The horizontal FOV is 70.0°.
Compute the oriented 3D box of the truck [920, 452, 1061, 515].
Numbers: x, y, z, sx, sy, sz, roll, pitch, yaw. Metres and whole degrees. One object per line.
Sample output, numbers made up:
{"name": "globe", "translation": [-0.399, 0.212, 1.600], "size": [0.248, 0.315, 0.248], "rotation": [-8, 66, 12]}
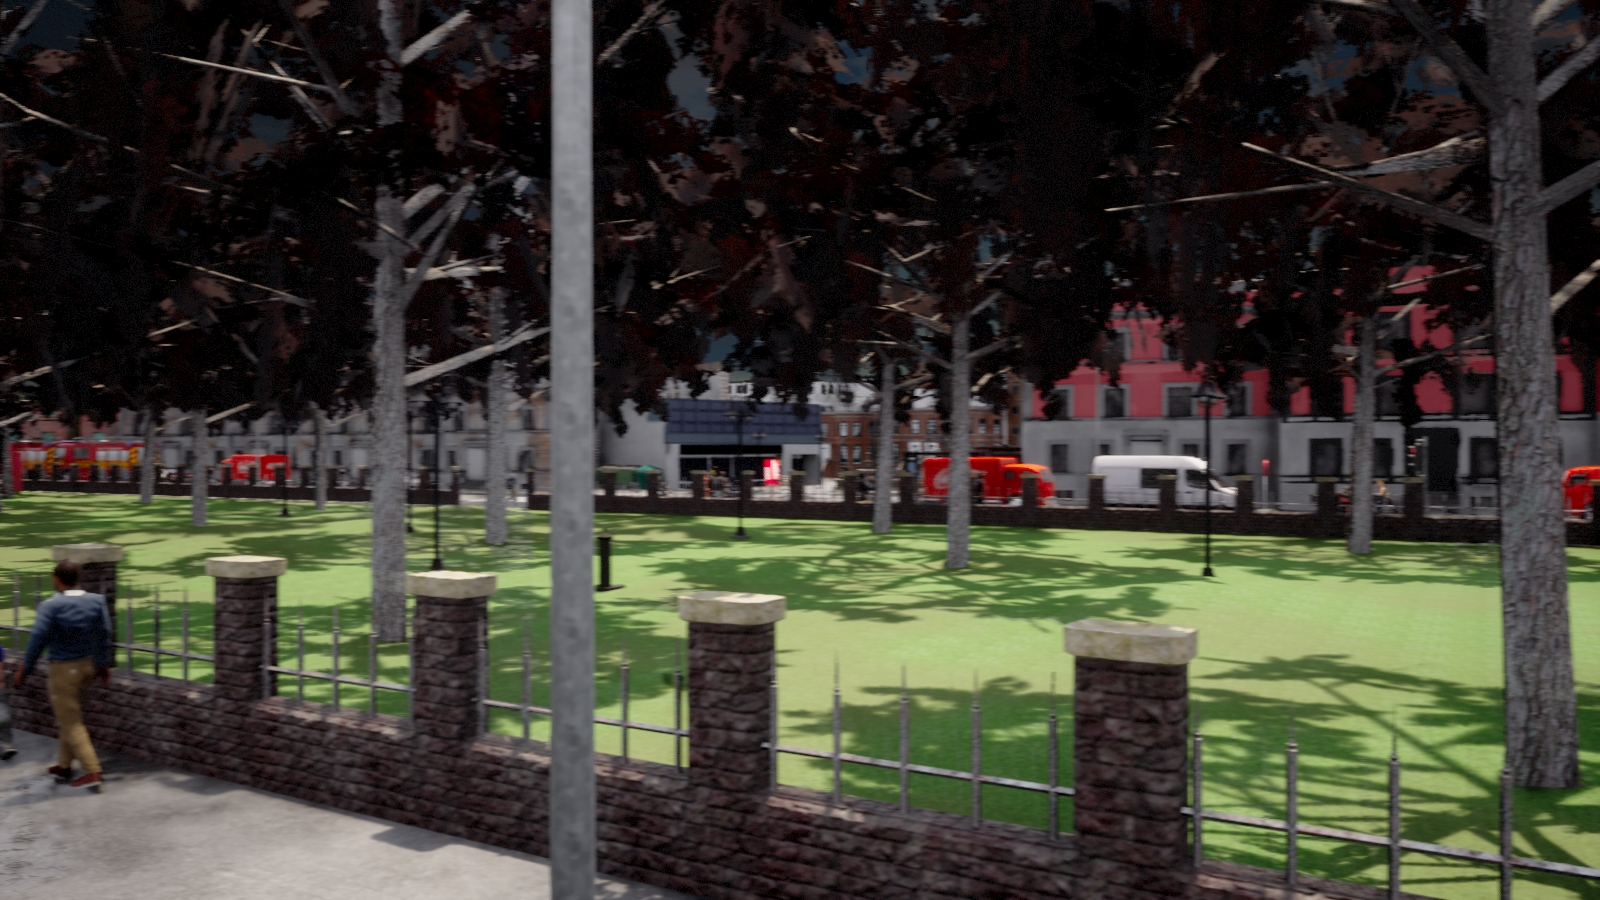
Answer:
{"name": "truck", "translation": [7.908, 1.325, 47.525], "size": [5.204, 2.467, 2.627], "rotation": [0, 0, 31]}

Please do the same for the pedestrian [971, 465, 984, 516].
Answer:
{"name": "pedestrian", "translation": [6.642, 1.506, 42.684], "size": [0.375, 1.860, 0.375], "rotation": [0, 0, 31]}

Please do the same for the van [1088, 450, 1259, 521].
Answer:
{"name": "van", "translation": [14.248, 1.288, 43.765], "size": [5.915, 2.561, 1.988], "rotation": [0, 0, 31]}

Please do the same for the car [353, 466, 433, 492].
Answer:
{"name": "car", "translation": [-25.756, 1.825, 72.226], "size": [4.902, 1.511, 2.128], "rotation": [0, 0, 31]}

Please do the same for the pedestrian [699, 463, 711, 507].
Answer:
{"name": "pedestrian", "translation": [-4.085, 1.509, 49.249], "size": [0.375, 1.860, 0.375], "rotation": [0, 0, 22]}

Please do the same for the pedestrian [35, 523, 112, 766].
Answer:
{"name": "pedestrian", "translation": [-5.806, 1.528, 9.131], "size": [0.375, 1.860, 0.375], "rotation": [0, 0, 25]}

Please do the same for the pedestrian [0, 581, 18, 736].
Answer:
{"name": "pedestrian", "translation": [-7.058, 1.809, 9.882], "size": [0.375, 1.300, 0.375], "rotation": [0, 0, 34]}

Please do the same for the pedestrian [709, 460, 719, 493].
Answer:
{"name": "pedestrian", "translation": [-4.888, 1.507, 64.999], "size": [0.375, 1.860, 0.375], "rotation": [0, 0, 29]}

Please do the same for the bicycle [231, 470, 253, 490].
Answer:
{"name": "bicycle", "translation": [-36.001, 1.946, 73.724], "size": [1.835, 1.271, 0.329], "rotation": [0, 0, 31]}

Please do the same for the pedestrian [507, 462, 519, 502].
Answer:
{"name": "pedestrian", "translation": [-13.671, 1.519, 54.447], "size": [0.375, 1.860, 0.375], "rotation": [0, 0, 28]}

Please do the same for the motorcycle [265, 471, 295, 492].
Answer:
{"name": "motorcycle", "translation": [-32.648, 1.966, 71.697], "size": [1.805, 1.236, 0.856], "rotation": [0, 0, 31]}

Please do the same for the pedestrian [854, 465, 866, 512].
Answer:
{"name": "pedestrian", "translation": [2.375, 1.508, 45.228], "size": [0.375, 1.860, 0.375], "rotation": [0, 0, 31]}

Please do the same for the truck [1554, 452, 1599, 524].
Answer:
{"name": "truck", "translation": [29.238, 1.309, 39.473], "size": [5.204, 2.467, 2.627], "rotation": [0, 0, 31]}
